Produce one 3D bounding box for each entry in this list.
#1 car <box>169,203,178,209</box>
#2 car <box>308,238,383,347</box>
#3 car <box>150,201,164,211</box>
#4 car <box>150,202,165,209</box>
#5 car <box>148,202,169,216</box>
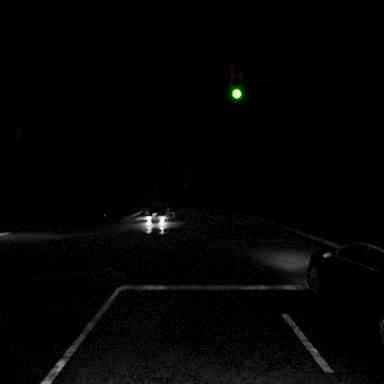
[{"bbox_3d":[-5.093,2.974,69.787,1.994,1.385,4.181,0,-2,-19],"label":"car"},{"bbox_3d":[3.603,1.558,5.869,2.128,1.511,4.902,0,-1,0],"label":"car"},{"bbox_3d":[-6.272,2.430,58.983,2.097,1.767,4.553,0,-2,-10],"label":"car"},{"bbox_3d":[-8.259,3.202,78.737,1.882,1.535,5.008,0,-2,-25],"label":"car"},{"bbox_3d":[-4.071,2.108,39.262,1.895,1.301,4.718,0,-1,-2],"label":"car"}]
